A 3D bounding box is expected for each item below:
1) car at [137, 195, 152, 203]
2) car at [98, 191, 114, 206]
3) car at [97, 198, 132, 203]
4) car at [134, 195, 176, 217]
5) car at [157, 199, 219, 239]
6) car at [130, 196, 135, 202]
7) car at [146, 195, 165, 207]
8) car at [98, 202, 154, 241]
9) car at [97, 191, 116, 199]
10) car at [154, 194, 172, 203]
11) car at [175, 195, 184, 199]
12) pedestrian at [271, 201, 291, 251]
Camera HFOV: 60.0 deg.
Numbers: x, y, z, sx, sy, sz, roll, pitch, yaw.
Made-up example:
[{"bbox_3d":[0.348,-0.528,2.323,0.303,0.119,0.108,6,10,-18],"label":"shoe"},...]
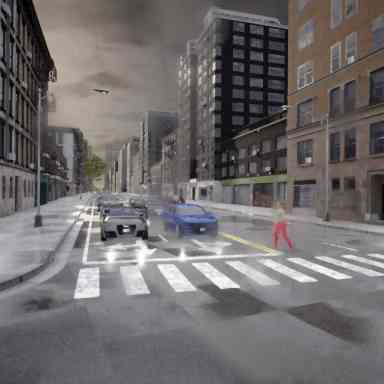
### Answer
[{"bbox_3d":[-8.122,1.169,56.326,1.895,1.301,4.718,1,0,-16],"label":"car"},{"bbox_3d":[-12.734,0.864,48.862,2.150,2.045,5.566,1,0,-16],"label":"car"},{"bbox_3d":[-5.684,1.363,24.022,1.895,1.301,4.718,1,0,-16],"label":"car"},{"bbox_3d":[-3.062,1.273,26.658,2.128,1.511,4.902,1,0,-16],"label":"car"},{"bbox_3d":[-0.220,1.337,16.797,1.882,1.535,5.008,1,0,-16],"label":"car"},{"bbox_3d":[-5.893,1.204,36.529,1.837,1.490,4.892,1,0,-16],"label":"car"},{"bbox_3d":[-5.200,1.162,46.365,1.837,1.490,4.892,1,0,-16],"label":"car"},{"bbox_3d":[-3.260,1.393,15.599,1.994,1.385,4.181,1,0,-16],"label":"car"},{"bbox_3d":[-8.573,1.032,34.094,2.097,1.767,4.553,1,0,-16],"label":"car"},{"bbox_3d":[-4.991,1.148,57.196,2.033,1.411,5.357,1,0,-16],"label":"car"},{"bbox_3d":[-2.166,1.213,47.536,1.812,1.442,4.674,1,0,-15],"label":"car"},{"bbox_3d":[3.257,1.214,12.193,0.375,1.860,0.375,1,0,-16],"label":"pedestrian"}]
